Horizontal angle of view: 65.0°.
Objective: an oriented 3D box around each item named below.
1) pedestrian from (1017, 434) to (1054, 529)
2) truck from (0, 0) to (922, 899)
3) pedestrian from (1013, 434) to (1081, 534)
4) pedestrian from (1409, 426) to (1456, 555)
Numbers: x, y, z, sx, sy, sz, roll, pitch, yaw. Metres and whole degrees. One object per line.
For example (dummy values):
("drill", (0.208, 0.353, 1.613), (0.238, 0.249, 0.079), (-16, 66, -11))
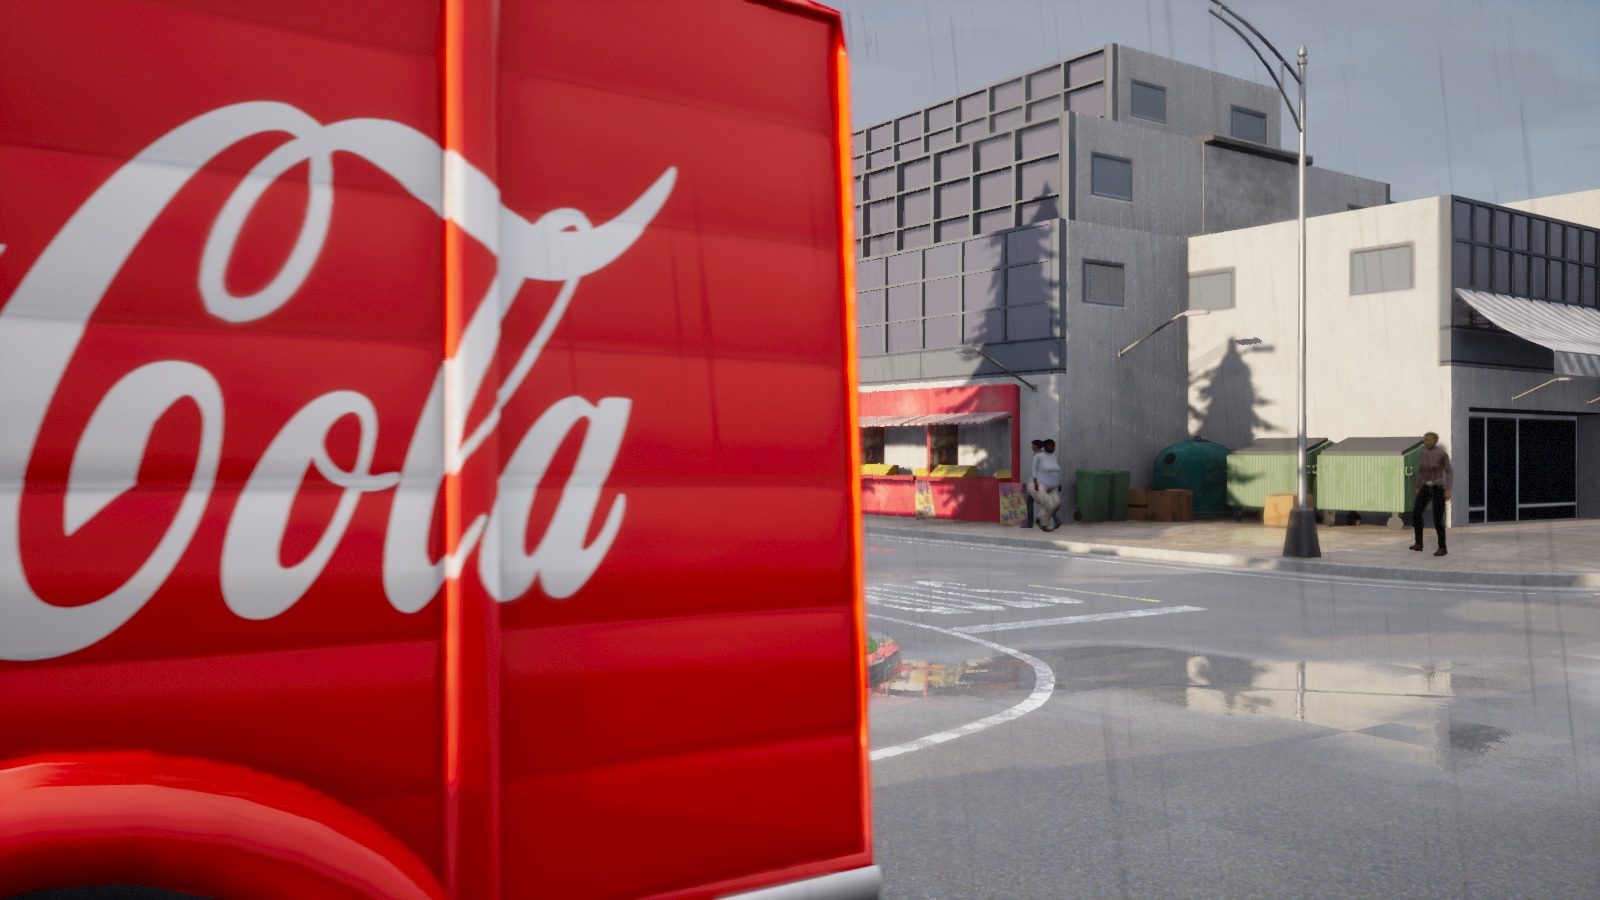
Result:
("pedestrian", (4.640, 0.616, 24.759), (0.614, 1.847, 0.353), (0, 0, 37))
("truck", (-2.675, 0.274, 1.799), (5.204, 2.467, 2.627), (0, 0, -35))
("pedestrian", (4.680, 0.624, 23.828), (0.874, 1.855, 0.900), (0, 0, -38))
("pedestrian", (9.212, 0.587, 18.281), (0.634, 1.846, 0.331), (0, 0, -32))
